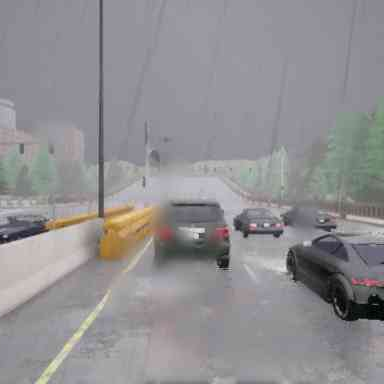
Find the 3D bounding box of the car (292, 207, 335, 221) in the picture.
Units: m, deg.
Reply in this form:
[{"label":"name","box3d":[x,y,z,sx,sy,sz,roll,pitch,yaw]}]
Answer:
[{"label":"car","box3d":[6.897,1.594,20.264,2.033,1.411,5.357,0,0,-1]}]

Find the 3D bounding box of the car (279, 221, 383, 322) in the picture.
[{"label":"car","box3d":[3.528,1.581,7.278,1.994,1.385,4.181,0,0,-1]}]

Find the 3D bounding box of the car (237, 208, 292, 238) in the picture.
[{"label":"car","box3d":[3.423,1.589,17.929,2.033,1.411,5.357,0,0,-1]}]

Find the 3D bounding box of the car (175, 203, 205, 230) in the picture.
[{"label":"car","box3d":[-0.127,1.558,22.782,1.837,1.490,4.892,0,0,-1]}]

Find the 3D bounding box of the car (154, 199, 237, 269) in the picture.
[{"label":"car","box3d":[-0.012,1.248,11.320,2.150,2.045,5.566,0,0,-1]}]

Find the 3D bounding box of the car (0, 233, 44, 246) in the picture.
[{"label":"car","box3d":[-7.223,1.634,13.722,1.895,1.301,4.718,0,0,0]}]
